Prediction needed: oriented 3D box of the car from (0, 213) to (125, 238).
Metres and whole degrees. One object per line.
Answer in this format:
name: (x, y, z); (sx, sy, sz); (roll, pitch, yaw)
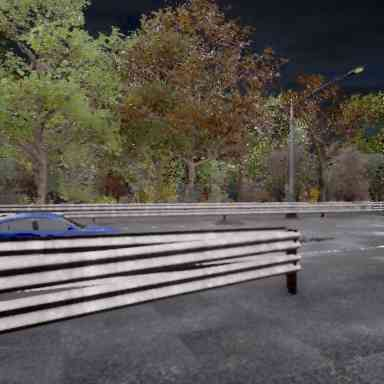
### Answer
car: (-4.628, 1.403, 10.550); (5.008, 1.535, 1.882); (0, 0, -22)
